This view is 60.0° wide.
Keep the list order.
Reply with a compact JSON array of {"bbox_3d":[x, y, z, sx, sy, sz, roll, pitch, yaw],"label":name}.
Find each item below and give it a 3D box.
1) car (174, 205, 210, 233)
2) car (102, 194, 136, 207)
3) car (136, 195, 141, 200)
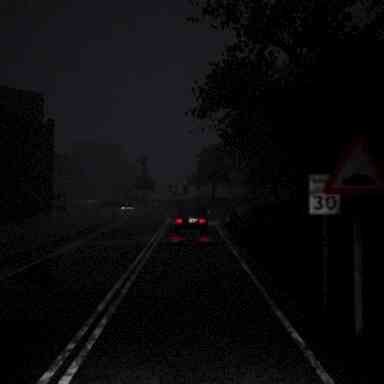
[{"bbox_3d":[0.020,1.469,19.203,2.033,1.411,5.357,0,0,2],"label":"car"},{"bbox_3d":[-9.462,1.181,41.933,4.181,1.385,1.994,2,0,41],"label":"car"},{"bbox_3d":[-11.296,0.973,60.650,1.994,1.385,4.181,-1,-1,42],"label":"car"}]
